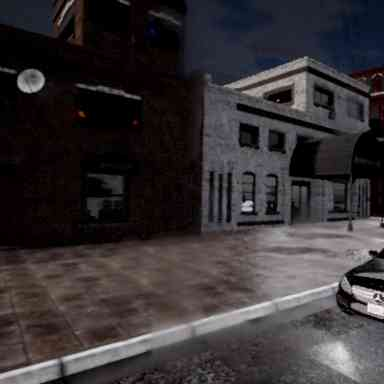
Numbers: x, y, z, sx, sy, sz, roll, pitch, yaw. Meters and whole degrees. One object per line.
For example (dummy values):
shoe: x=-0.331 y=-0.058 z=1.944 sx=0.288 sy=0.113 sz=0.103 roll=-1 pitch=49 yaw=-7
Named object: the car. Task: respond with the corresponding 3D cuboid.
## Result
car: x=4.776 y=1.616 z=6.604 sx=4.674 sy=1.442 sz=1.812 roll=1 pitch=0 yaw=-37
